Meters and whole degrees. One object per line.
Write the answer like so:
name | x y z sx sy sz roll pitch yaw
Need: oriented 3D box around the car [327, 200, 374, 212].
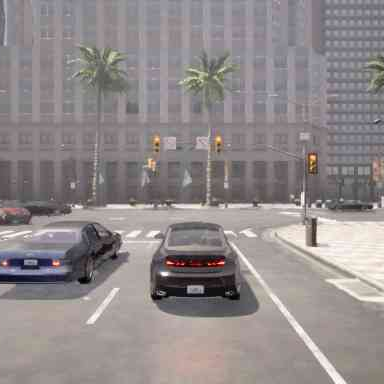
car | 18.215 1.601 38.483 4.718 1.301 1.895 0 0 0

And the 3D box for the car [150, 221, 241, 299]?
car | 0.074 1.505 8.403 1.837 1.490 4.892 0 0 0

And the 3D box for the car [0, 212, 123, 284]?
car | -3.422 1.547 9.597 2.033 1.411 5.357 0 0 0

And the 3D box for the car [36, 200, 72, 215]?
car | -13.931 1.477 31.352 5.008 1.535 1.882 0 0 0

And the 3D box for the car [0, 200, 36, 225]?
car | -12.873 1.352 23.146 2.097 1.767 4.553 0 0 -43
